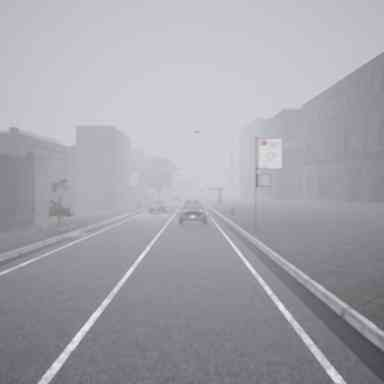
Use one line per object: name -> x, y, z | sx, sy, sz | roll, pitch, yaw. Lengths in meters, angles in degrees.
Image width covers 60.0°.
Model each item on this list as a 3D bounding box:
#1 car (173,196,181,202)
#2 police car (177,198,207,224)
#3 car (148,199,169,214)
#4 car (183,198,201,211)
car -> -3.382, 1.593, 76.301 | 1.895, 1.301, 4.718 | 0, 0, 0
police car -> 0.056, 1.499, 24.928 | 2.038, 1.542, 4.974 | 0, 0, 0
car -> -3.537, 1.514, 35.324 | 1.837, 1.490, 4.892 | 0, 0, 0
car -> -0.028, 1.530, 42.936 | 2.163, 1.488, 4.792 | 0, 0, 0
